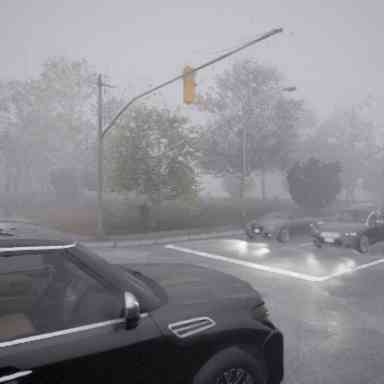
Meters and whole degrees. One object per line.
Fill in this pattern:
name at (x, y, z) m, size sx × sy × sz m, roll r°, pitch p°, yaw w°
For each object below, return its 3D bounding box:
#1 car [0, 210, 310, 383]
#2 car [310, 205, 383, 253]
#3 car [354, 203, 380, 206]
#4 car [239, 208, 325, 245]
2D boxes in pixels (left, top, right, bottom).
car at (-1.722, 1.228, 2.599) m, size 5.566 × 2.045 × 2.150 m, roll 0°, pitch 0°, yaw -36°
car at (6.888, 1.518, 13.967) m, size 4.902 × 1.511 × 2.128 m, roll 0°, pitch 0°, yaw -42°
car at (11.405, 1.548, 22.156) m, size 4.892 × 1.490 × 1.837 m, roll 0°, pitch 0°, yaw -40°
car at (4.532, 1.596, 16.495) m, size 4.181 × 1.385 × 1.994 m, roll 0°, pitch 0°, yaw -39°
